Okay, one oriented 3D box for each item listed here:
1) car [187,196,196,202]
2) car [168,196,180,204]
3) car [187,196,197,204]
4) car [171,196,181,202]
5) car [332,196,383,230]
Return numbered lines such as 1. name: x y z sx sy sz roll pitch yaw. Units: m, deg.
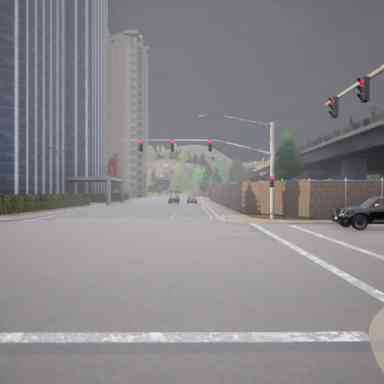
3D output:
1. car: -0.104 1.587 74.535 1.895 1.301 4.718 0 0 0
2. car: -3.492 1.471 64.176 1.882 1.535 5.008 0 0 0
3. car: 0.010 1.557 64.573 1.994 1.385 4.181 0 0 0
4. car: -3.603 1.532 74.394 2.033 1.411 5.357 0 0 0
5. car: 11.816 1.275 20.908 5.566 2.045 2.150 0 0 0
